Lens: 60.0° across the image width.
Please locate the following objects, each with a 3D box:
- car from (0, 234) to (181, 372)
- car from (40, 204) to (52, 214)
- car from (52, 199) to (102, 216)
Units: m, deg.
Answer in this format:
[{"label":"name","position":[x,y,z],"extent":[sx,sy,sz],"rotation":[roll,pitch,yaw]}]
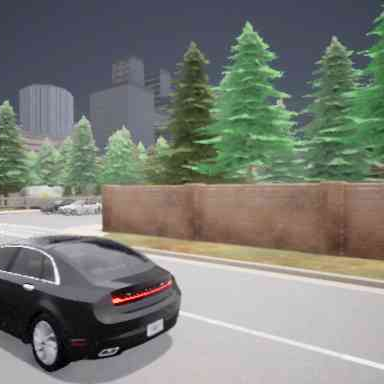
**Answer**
[{"label":"car","position":[-2.438,1.495,5.699],"extent":[4.892,1.490,1.837],"rotation":[0,0,36]},{"label":"car","position":[-13.240,1.474,34.307],"extent":[1.812,1.442,4.674],"rotation":[0,1,35]},{"label":"car","position":[-10.577,1.479,32.011],"extent":[1.812,1.442,4.674],"rotation":[0,0,35]}]
